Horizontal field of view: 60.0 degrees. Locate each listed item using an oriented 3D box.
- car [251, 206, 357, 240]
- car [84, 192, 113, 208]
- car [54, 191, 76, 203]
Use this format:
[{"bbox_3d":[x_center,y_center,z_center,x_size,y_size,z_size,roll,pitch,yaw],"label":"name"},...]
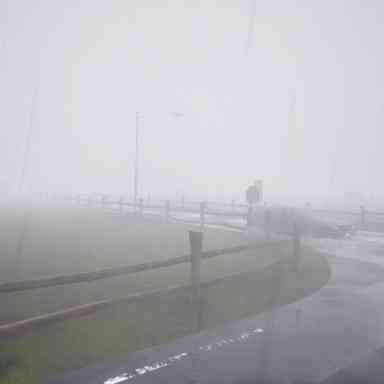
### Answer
[{"bbox_3d":[5.164,1.409,16.522,2.033,1.411,5.357,1,0,-36],"label":"car"},{"bbox_3d":[-10.835,0.855,38.559,2.097,1.767,4.553,1,0,-36],"label":"car"},{"bbox_3d":[-19.011,0.655,49.818,2.097,1.767,4.553,1,0,-36],"label":"car"}]
